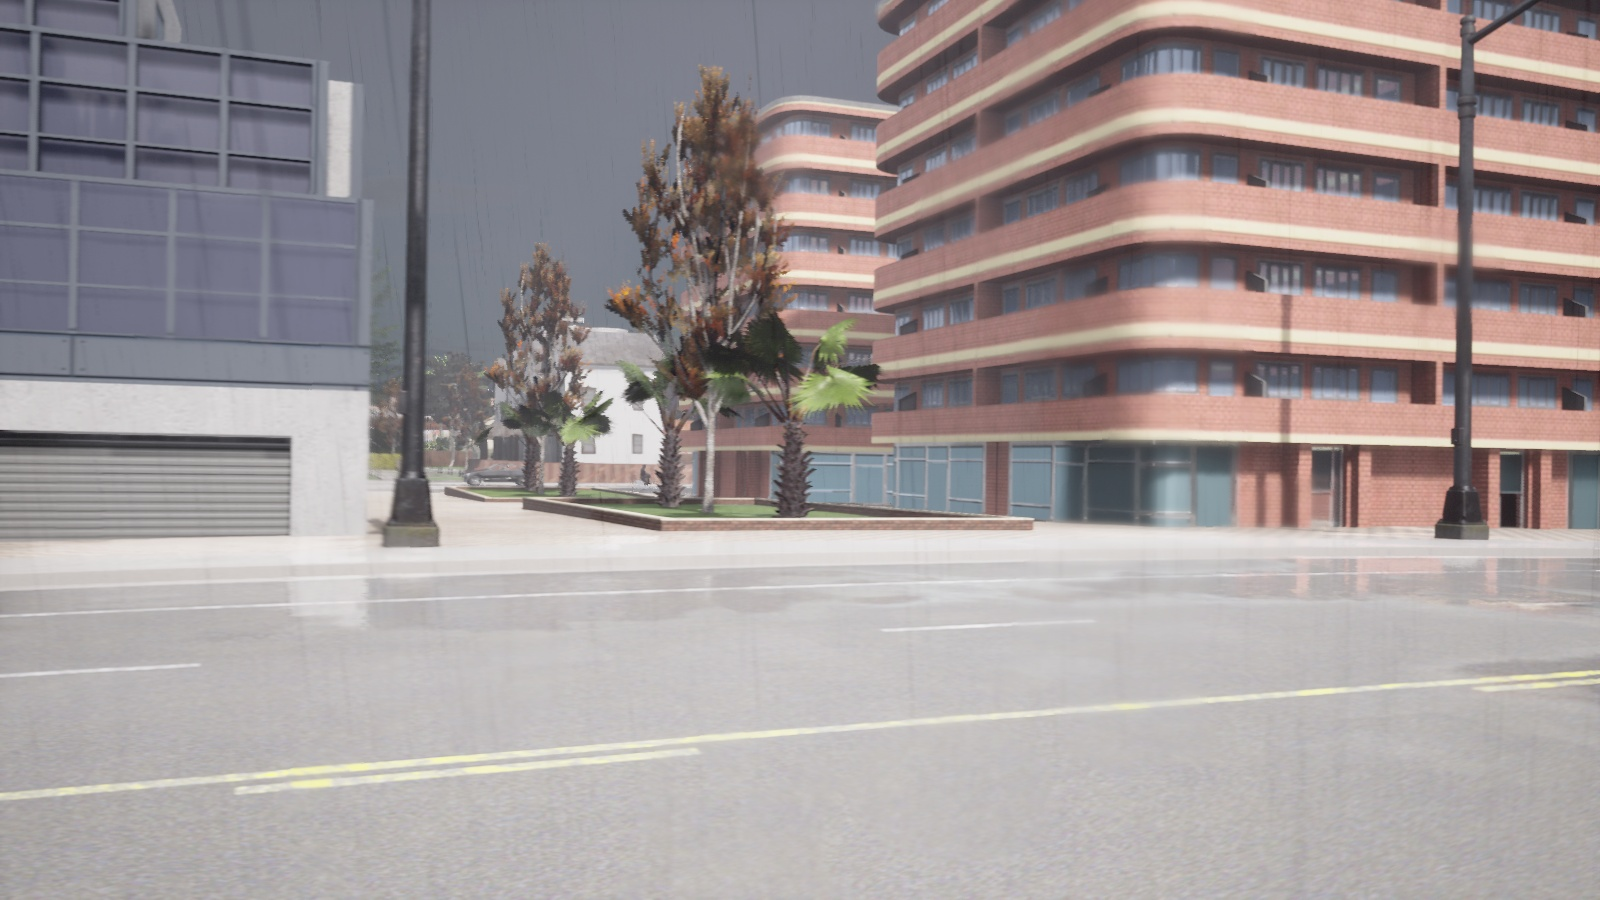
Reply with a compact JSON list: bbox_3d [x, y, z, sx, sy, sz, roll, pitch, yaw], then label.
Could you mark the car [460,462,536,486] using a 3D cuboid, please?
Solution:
[{"bbox_3d":[-21.379,1.696,88.820,5.027,1.651,2.152,1,0,-19],"label":"car"}]
